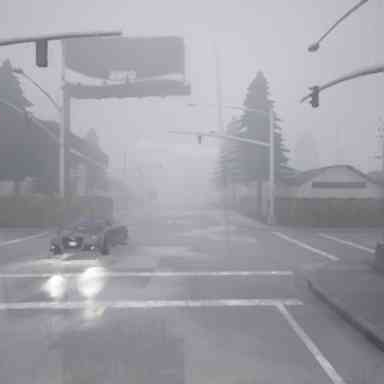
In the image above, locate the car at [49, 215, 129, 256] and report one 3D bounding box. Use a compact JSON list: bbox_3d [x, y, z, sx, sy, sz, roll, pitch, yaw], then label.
[{"bbox_3d":[-3.969,1.640,13.461,1.994,1.385,4.181,0,-1,5],"label":"car"}]
